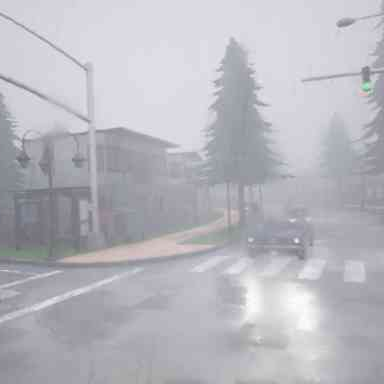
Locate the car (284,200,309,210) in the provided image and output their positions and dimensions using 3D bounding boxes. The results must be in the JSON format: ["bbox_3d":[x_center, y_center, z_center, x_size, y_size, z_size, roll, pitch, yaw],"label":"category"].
[{"bbox_3d":[9.767,1.491,31.292,2.033,1.411,5.357,-3,-1,11],"label":"car"}]

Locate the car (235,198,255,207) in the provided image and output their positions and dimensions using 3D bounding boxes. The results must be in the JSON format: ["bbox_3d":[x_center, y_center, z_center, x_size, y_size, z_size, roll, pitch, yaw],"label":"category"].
[{"bbox_3d":[8.819,1.783,55.546,1.882,1.535,5.008,-2,-1,-14],"label":"car"}]

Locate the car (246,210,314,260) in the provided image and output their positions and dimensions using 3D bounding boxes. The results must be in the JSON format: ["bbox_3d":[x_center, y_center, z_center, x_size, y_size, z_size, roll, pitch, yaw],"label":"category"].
[{"bbox_3d":[3.423,1.586,12.437,1.895,1.301,4.718,-3,-1,24],"label":"car"}]
